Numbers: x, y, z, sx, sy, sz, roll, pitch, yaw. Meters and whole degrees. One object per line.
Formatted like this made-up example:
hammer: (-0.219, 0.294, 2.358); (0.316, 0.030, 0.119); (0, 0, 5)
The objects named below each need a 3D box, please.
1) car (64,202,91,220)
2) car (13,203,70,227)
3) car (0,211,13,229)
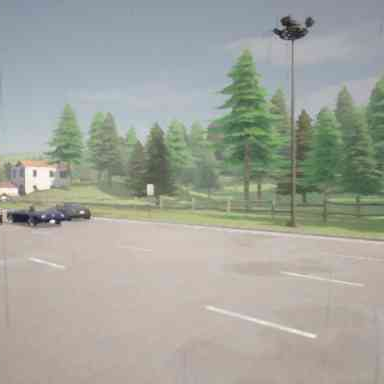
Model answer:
car: (-9.778, 1.487, 26.127); (4.181, 1.385, 1.994); (0, 0, 39)
car: (-10.407, 1.537, 22.117); (4.718, 1.301, 1.895); (0, 0, 39)
car: (-12.909, 1.438, 19.644); (4.902, 1.511, 2.128); (0, 0, 39)
